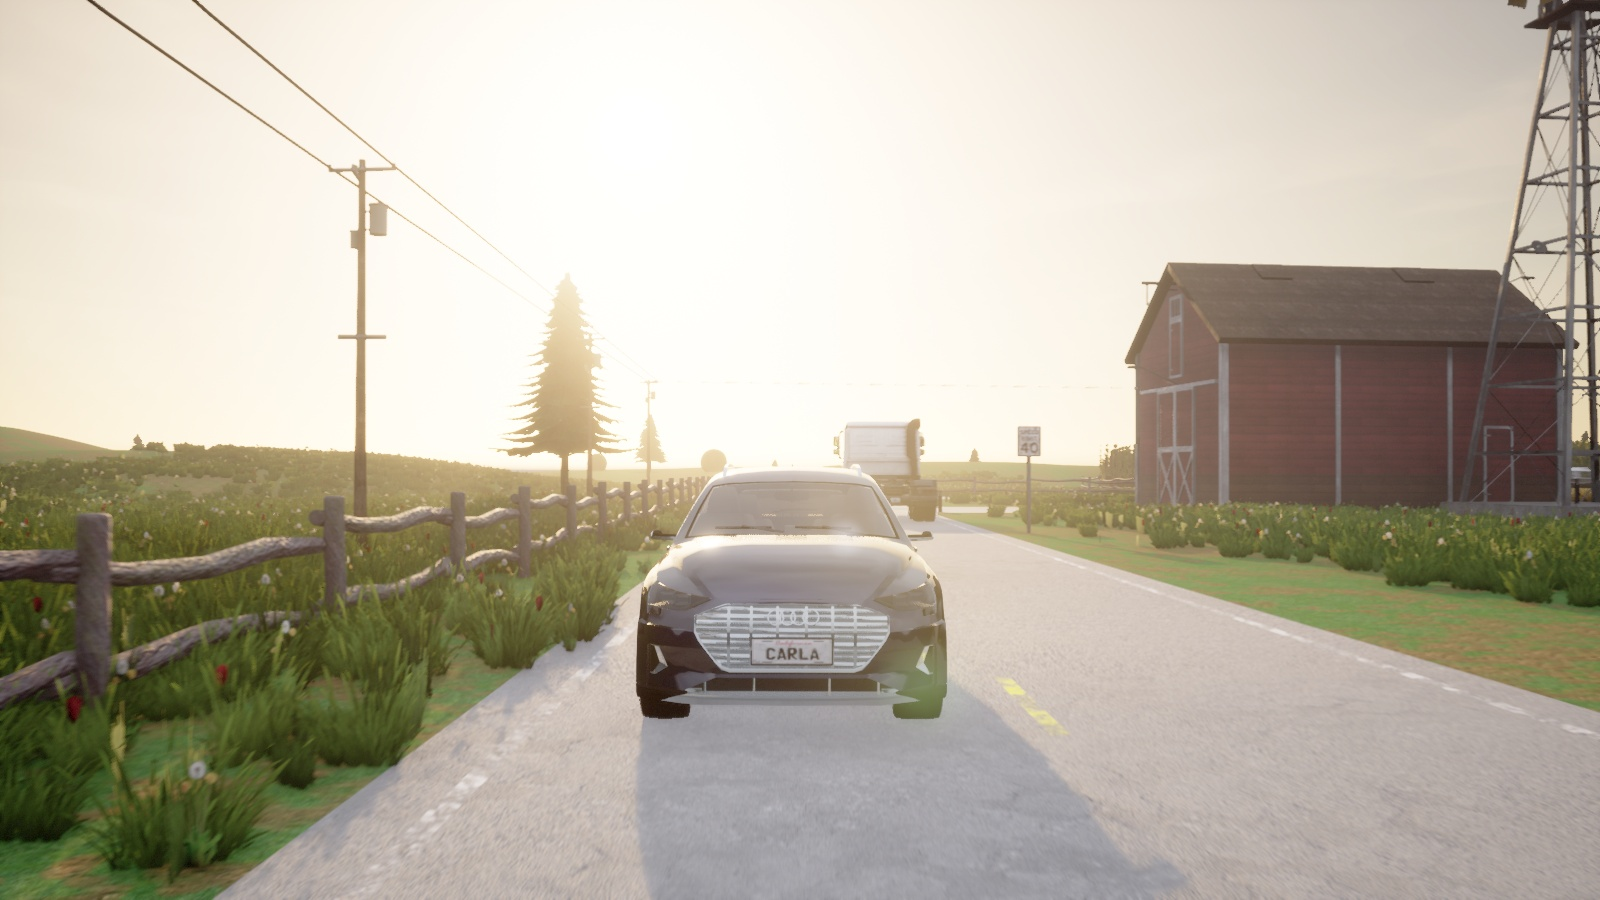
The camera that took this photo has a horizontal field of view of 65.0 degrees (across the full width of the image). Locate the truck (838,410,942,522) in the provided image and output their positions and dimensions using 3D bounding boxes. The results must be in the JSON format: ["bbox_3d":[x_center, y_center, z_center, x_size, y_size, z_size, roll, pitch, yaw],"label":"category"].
[{"bbox_3d":[2.915,0.553,42.851,2.891,3.462,7.936,0,-1,0],"label":"truck"}]

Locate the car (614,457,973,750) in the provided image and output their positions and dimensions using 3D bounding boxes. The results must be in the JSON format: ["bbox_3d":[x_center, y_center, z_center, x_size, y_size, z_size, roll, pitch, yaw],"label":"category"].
[{"bbox_3d":[-0.055,0.908,9.554,2.033,1.649,4.856,0,-1,0],"label":"car"}]

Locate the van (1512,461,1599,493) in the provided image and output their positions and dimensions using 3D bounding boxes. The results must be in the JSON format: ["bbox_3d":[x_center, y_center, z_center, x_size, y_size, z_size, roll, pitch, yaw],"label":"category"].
[{"bbox_3d":[49.116,1.738,81.695,4.480,2.038,2.069,0,-1,-2],"label":"van"}]
